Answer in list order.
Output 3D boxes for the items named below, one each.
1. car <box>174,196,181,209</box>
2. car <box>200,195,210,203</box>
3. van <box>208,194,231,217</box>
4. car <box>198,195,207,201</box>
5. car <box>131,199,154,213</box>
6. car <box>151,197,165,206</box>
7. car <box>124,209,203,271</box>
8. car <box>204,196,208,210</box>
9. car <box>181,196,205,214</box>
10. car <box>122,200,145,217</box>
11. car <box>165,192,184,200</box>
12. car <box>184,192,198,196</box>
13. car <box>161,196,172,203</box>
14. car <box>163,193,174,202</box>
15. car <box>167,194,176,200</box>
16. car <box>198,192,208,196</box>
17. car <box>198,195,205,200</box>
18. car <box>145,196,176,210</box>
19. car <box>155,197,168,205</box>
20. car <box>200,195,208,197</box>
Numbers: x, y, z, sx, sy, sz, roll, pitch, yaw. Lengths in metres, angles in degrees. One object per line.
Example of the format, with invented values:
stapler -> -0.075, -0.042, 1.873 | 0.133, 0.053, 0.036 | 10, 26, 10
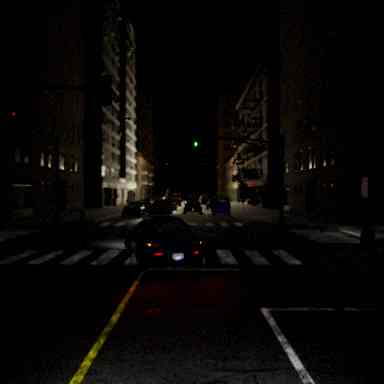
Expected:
car -> -2.795, 1.519, 40.931 | 2.033, 1.411, 5.357 | 0, 0, 1
car -> 2.641, 1.376, 70.794 | 1.967, 1.590, 4.097 | 0, 0, 0
van -> 2.639, 1.320, 31.025 | 1.690, 1.788, 3.998 | 0, 0, 0
car -> 2.642, 1.471, 82.156 | 2.008, 1.369, 4.403 | 0, 0, 0
car -> -5.386, 1.519, 36.698 | 1.887, 1.381, 4.507 | 0, 0, 0
car -> -5.385, 1.485, 53.574 | 1.752, 1.417, 4.829 | 0, 0, 0
car -> -1.011, 1.518, 10.964 | 1.812, 1.442, 4.674 | 0, 0, -16
car -> 2.639, 1.553, 42.387 | 1.802, 1.307, 4.206 | 0, 0, 0
car -> 0.102, 1.502, 34.758 | 1.812, 1.442, 4.674 | 0, 0, 0
car -> -5.386, 1.529, 31.016 | 2.008, 1.369, 4.403 | 0, 0, 0
car -> -2.748, 1.183, 51.443 | 2.150, 2.045, 5.566 | 0, 0, 0
car -> 0.013, 1.300, 61.955 | 2.097, 1.767, 4.553 | 0, 0, 0
car -> -5.384, 1.502, 70.789 | 1.947, 1.339, 4.313 | 0, 0, 0
car -> -5.384, 1.243, 76.471 | 2.192, 1.841, 5.009 | 0, 0, 0
car -> -5.383, 1.352, 87.835 | 1.967, 1.590, 4.097 | 0, 0, 0
car -> 2.641, 1.267, 59.431 | 2.192, 1.841, 5.009 | 0, 0, 0
car -> 2.642, 1.471, 93.519 | 1.947, 1.339, 4.313 | 0, 0, 0
car -> -2.834, 1.456, 31.024 | 1.882, 1.535, 5.008 | 0, 0, 0
car -> -5.385, 1.517, 59.426 | 1.947, 1.339, 4.313 | 0, 0, 0
car -> 2.640, 1.542, 53.750 | 1.802, 1.307, 4.206 | 0, 0, 0
